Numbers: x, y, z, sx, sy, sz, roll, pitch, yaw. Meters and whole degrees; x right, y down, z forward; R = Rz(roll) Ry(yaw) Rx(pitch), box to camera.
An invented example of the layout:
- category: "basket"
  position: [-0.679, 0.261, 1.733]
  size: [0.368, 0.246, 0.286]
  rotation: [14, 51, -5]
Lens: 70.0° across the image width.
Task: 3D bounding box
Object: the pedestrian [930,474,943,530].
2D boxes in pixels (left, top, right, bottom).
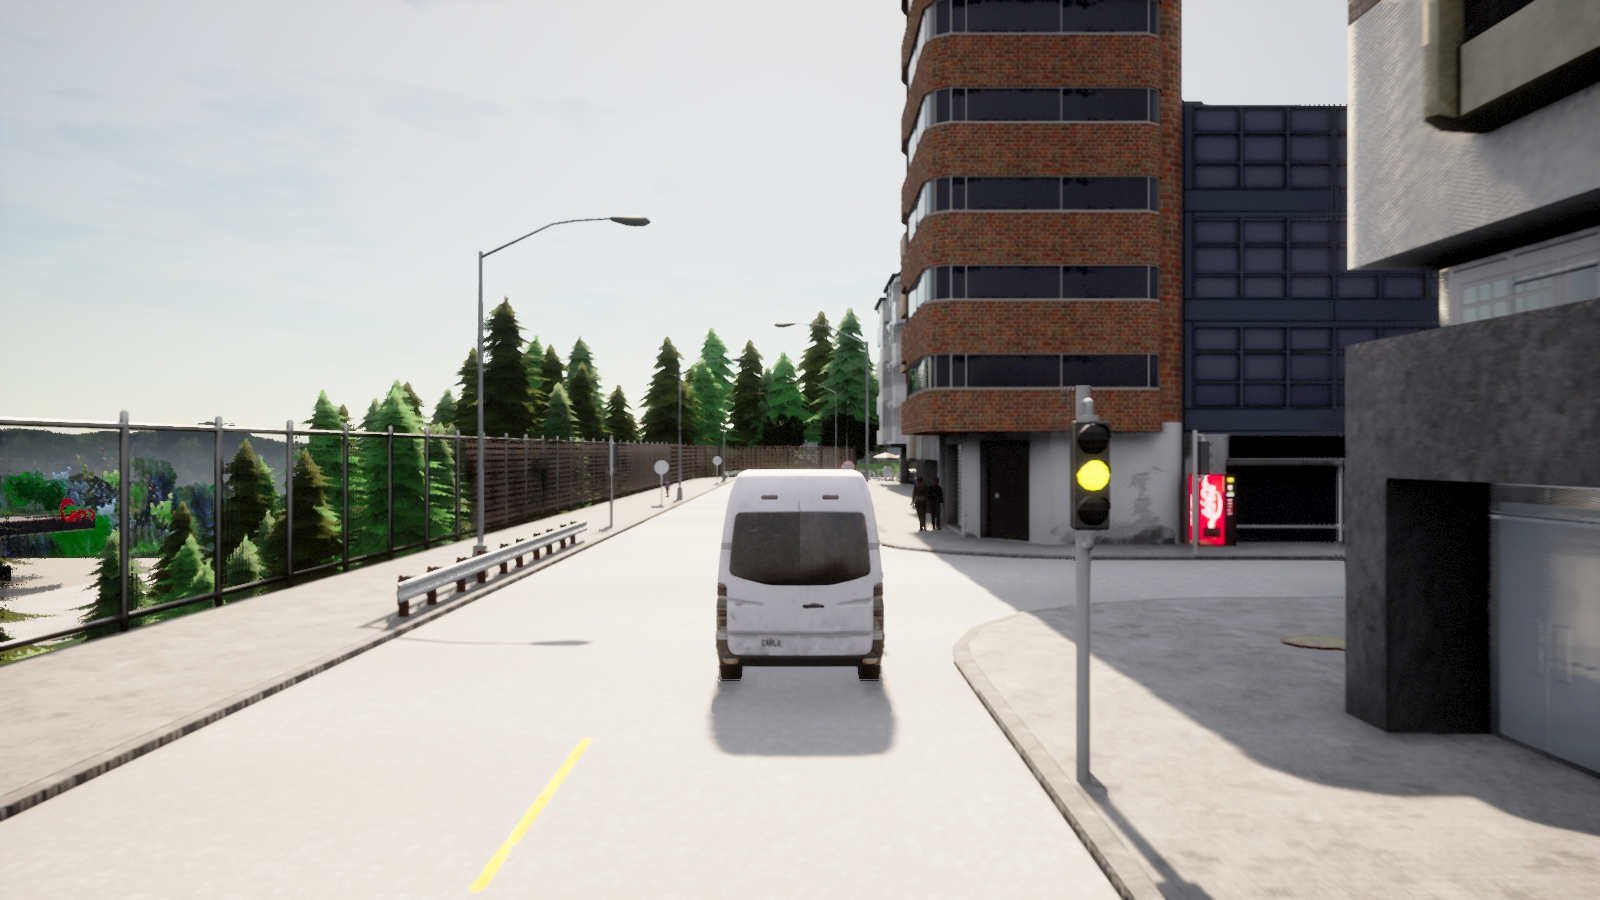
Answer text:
- category: "pedestrian"
  position: [4.565, 1.742, 38.142]
  size: [0.375, 1.860, 0.375]
  rotation: [0, 0, -5]

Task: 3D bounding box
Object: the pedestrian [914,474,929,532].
- category: "pedestrian"
  position: [3.997, 1.741, 37.583]
  size: [0.375, 1.860, 0.375]
  rotation: [0, 0, -14]

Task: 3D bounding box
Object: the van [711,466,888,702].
- category: "van"
  position: [-0.004, 1.537, 15.757]
  size: [1.988, 2.561, 5.915]
  rotation: [0, 0, 0]

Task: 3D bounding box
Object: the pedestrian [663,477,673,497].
- category: "pedestrian"
  position: [-7.591, 2.133, 65.553]
  size: [0.500, 1.100, 0.500]
  rotation: [0, 0, 1]
